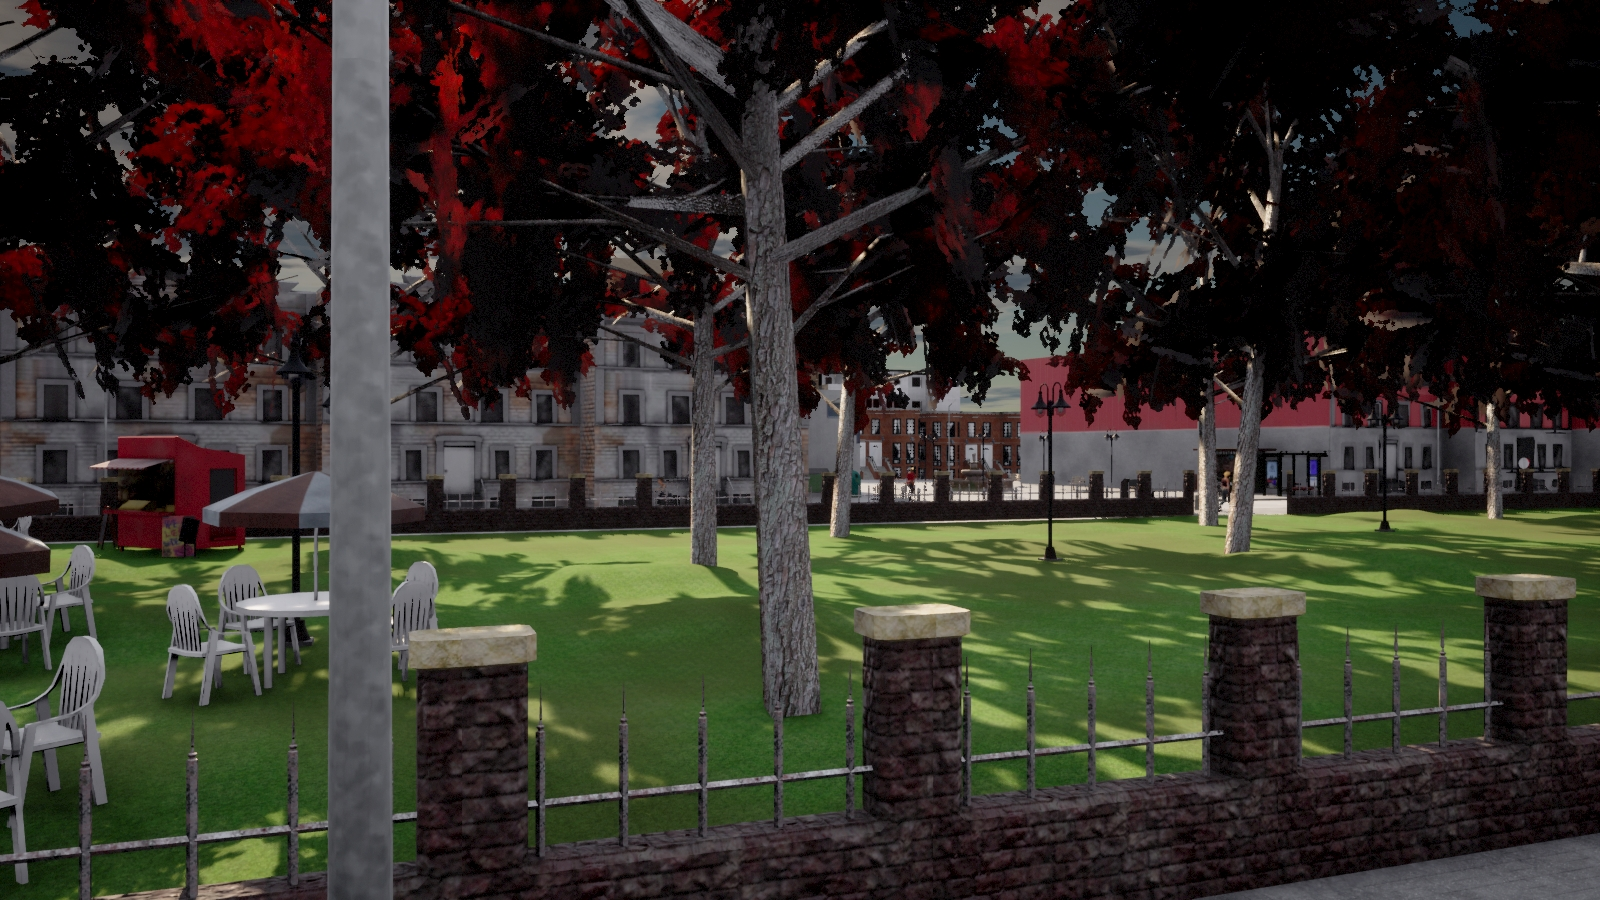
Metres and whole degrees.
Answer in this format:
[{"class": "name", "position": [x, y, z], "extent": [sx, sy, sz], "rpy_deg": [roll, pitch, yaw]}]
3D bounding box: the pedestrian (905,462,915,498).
[{"class": "pedestrian", "position": [5.612, 1.535, 58.386], "extent": [0.375, 1.860, 0.375], "rpy_deg": [0, 0, -43]}]

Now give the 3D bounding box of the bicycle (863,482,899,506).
[{"class": "bicycle", "position": [3.778, 2.045, 53.401], "extent": [1.487, 1.080, 0.859], "rpy_deg": [0, 0, -20]}]

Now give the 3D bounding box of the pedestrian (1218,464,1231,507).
[{"class": "pedestrian", "position": [18.331, 1.539, 49.297], "extent": [0.375, 1.860, 0.375], "rpy_deg": [0, 0, -21]}]
